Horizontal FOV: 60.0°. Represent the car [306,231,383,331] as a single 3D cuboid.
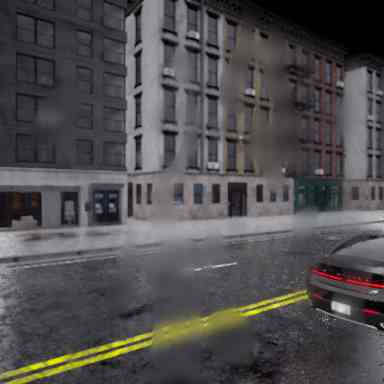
[{"bbox_3d":[4.234,1.522,6.480,4.892,1.490,1.837,0,0,-36],"label":"car"}]
